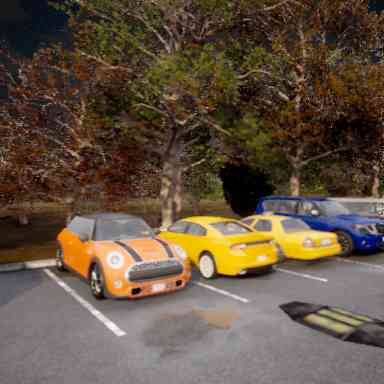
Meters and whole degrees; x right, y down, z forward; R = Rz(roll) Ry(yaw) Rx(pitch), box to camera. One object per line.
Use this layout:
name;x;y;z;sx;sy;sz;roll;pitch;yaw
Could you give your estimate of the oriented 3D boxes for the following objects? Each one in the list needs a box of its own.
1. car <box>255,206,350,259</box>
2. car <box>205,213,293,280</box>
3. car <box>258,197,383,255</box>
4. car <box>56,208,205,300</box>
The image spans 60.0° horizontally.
car;2.567;1.491;12.117;1.946;1.575;5.366;0;0;-35
car;0.310;1.496;10.273;2.097;1.535;5.008;0;0;-35
car;4.958;1.240;13.560;2.435;2.045;5.566;0;0;-35
car;-1.979;1.369;8.686;2.185;1.767;4.553;0;0;-35
